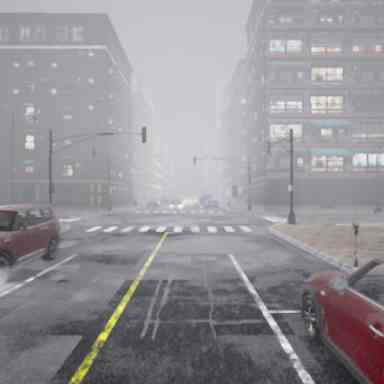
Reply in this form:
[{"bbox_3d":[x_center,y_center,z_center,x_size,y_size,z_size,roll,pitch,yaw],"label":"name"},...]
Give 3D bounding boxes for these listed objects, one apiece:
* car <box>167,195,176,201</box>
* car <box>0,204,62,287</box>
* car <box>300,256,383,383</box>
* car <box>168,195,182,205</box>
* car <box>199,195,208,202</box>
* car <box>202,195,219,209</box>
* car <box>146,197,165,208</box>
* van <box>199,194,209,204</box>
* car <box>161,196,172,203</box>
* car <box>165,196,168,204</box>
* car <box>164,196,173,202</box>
[{"bbox_3d":[-5.337,1.529,87.008,2.008,1.369,4.403,1,0,0],"label":"car"},{"bbox_3d":[-5.443,1.306,9.484,2.192,1.841,5.009,1,0,0],"label":"car"},{"bbox_3d":[2.704,1.436,3.787,1.967,1.590,4.097,1,0,0],"label":"car"},{"bbox_3d":[-2.771,1.568,58.949,1.895,1.301,4.718,0,0,0],"label":"car"},{"bbox_3d":[2.549,1.412,75.750,1.967,1.590,4.097,1,0,0],"label":"car"},{"bbox_3d":[2.688,1.495,44.951,1.752,1.417,4.829,1,0,0],"label":"car"},{"bbox_3d":[-5.452,1.520,47.403,2.008,1.369,4.403,1,0,0],"label":"car"},{"bbox_3d":[2.588,1.310,58.784,1.690,1.788,3.998,1,0,0],"label":"van"},{"bbox_3d":[-5.330,1.496,69.865,1.752,1.417,4.829,1,0,0],"label":"car"},{"bbox_3d":[-5.329,1.552,64.377,1.802,1.307,4.206,1,0,0],"label":"car"},{"bbox_3d":[-5.333,1.554,75.692,1.802,1.307,4.206,1,0,0],"label":"car"}]
